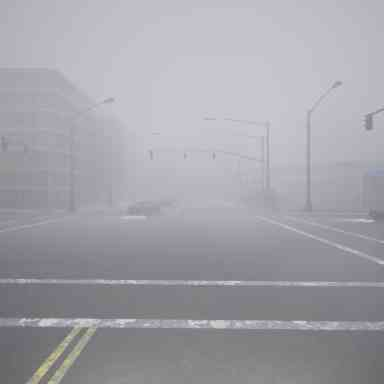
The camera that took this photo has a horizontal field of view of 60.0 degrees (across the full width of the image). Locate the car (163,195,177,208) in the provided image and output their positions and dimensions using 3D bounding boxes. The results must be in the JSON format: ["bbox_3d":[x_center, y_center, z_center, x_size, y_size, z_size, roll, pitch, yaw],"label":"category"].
[{"bbox_3d":[-3.566,1.477,47.683,1.882,1.535,5.008,0,0,0],"label":"car"}]

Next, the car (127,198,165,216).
[{"bbox_3d":[-4.577,1.540,32.169,1.994,1.385,4.181,0,0,17],"label":"car"}]

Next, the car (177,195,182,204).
[{"bbox_3d":[-3.500,1.478,65.012,1.882,1.535,5.008,0,0,1],"label":"car"}]

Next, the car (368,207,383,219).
[{"bbox_3d":[16.420,1.564,26.479,4.181,1.385,1.994,0,0,0],"label":"car"}]

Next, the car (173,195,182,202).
[{"bbox_3d":[-3.447,1.485,79.911,1.837,1.490,4.892,0,0,0],"label":"car"}]
